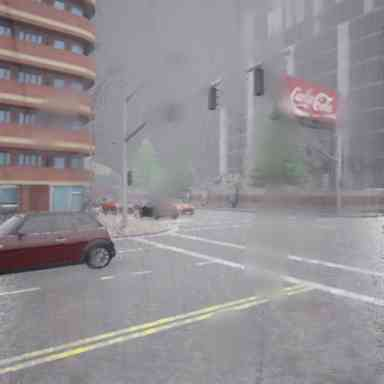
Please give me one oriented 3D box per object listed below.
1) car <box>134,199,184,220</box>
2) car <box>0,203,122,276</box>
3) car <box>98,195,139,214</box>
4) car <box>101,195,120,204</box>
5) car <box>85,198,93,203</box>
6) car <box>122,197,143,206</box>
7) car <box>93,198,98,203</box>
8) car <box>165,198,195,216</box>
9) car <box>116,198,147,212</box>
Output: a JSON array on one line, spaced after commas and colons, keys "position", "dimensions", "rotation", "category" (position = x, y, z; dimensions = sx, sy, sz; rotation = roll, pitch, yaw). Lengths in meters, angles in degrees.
[{"position": [-2.911, 1.609, 28.721], "dimensions": [1.994, 1.385, 4.181], "rotation": [0, 0, -36], "category": "car"}, {"position": [-4.567, 1.357, 9.466], "dimensions": [4.553, 1.767, 2.097], "rotation": [0, 0, -37], "category": "car"}, {"position": [-7.958, 1.396, 35.752], "dimensions": [2.097, 1.767, 4.553], "rotation": [0, 0, -36], "category": "car"}, {"position": [-16.128, 1.429, 65.464], "dimensions": [2.097, 1.767, 4.553], "rotation": [0, 0, -36], "category": "car"}, {"position": [-16.315, 1.397, 47.413], "dimensions": [2.097, 1.767, 4.553], "rotation": [0, 0, -35], "category": "car"}, {"position": [-10.259, 1.603, 57.301], "dimensions": [1.812, 1.442, 4.674], "rotation": [0, 0, -35], "category": "car"}, {"position": [-14.453, 1.580, 50.831], "dimensions": [1.812, 1.442, 4.674], "rotation": [0, 0, -36], "category": "car"}, {"position": [-1.667, 1.408, 32.996], "dimensions": [2.097, 1.767, 4.553], "rotation": [0, 0, -36], "category": "car"}, {"position": [-7.578, 1.560, 41.223], "dimensions": [1.837, 1.490, 4.892], "rotation": [0, 0, -36], "category": "car"}]
